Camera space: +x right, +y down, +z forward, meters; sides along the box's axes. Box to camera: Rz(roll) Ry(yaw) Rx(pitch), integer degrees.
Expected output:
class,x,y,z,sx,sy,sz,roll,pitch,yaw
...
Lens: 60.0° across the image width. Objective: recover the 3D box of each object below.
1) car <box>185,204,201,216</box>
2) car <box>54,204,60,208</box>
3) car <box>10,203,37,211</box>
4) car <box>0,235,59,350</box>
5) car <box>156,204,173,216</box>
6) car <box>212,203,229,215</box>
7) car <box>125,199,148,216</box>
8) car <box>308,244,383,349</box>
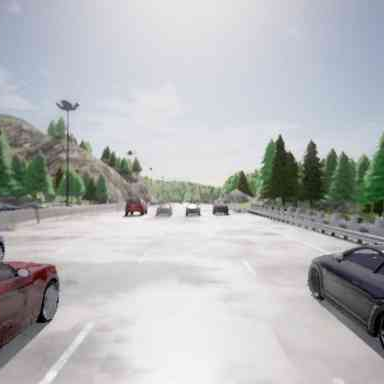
class,x,y,z,sx,sy,sz,roll,pitch,yaw
car,0.143,2.162,40.826,2.033,1.411,5.357,0,-1,0
car,-17.530,2.202,43.518,1.812,1.442,4.674,0,-1,0
car,-21.034,2.165,42.789,1.837,1.490,4.892,0,-1,0
car,-3.399,1.505,4.221,1.882,1.535,5.008,0,0,0
car,-3.357,2.162,40.831,2.033,1.411,5.357,0,-1,-1
car,3.645,2.151,43.320,1.882,1.535,5.008,0,-1,0
car,-6.868,1.853,41.447,2.150,2.045,5.566,0,-1,0
car,3.603,1.603,5.858,1.994,1.385,4.181,0,0,0
